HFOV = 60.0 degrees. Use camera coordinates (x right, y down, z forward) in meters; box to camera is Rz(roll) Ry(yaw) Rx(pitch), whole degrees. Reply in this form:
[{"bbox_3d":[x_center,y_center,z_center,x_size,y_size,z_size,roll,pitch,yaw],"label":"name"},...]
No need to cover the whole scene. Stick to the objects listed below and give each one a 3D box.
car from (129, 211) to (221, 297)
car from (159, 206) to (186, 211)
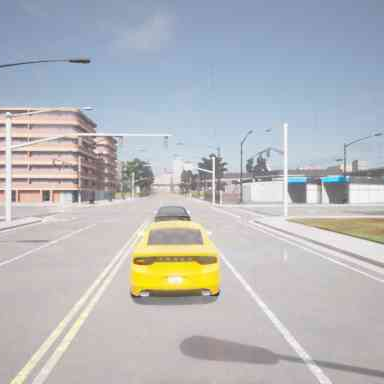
[{"bbox_3d":[-0.441,1.478,8.630,1.882,1.535,5.008,0,0,-3],"label":"car"},{"bbox_3d":[-1.076,1.478,18.190,1.882,1.535,5.008,0,0,-4],"label":"car"}]
